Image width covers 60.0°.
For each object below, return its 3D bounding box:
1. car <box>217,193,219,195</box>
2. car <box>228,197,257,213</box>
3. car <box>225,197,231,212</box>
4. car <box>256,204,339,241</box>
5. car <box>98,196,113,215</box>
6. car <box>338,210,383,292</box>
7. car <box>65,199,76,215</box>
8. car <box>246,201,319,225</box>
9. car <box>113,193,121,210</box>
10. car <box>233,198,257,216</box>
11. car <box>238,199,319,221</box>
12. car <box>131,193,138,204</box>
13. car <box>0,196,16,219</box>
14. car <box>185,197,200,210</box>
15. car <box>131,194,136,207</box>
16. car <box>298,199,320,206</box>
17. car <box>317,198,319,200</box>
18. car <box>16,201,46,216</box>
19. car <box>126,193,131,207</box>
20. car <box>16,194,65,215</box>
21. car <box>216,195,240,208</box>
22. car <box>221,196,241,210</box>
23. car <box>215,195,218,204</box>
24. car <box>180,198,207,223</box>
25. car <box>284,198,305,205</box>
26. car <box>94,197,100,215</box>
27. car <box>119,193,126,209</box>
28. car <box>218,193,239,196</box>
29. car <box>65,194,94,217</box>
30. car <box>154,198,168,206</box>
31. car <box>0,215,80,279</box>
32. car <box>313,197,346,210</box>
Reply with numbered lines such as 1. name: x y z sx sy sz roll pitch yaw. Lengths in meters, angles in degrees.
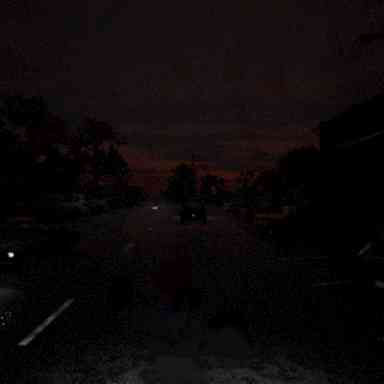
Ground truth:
1. car: 6.033 1.214 49.059 5.566 2.045 2.435 1 0 -20
2. car: 6.000 1.475 28.339 5.008 1.535 2.097 1 0 -20
3. car: 6.028 1.503 31.305 4.792 1.488 2.163 1 0 -20
4. car: 5.978 1.510 16.479 4.792 1.488 2.163 1 0 -20
5. car: -10.920 1.222 32.365 5.566 2.045 2.435 -1 0 -20
6. car: 6.031 1.359 7.628 4.553 1.767 2.185 1 0 -20
7. car: -10.930 1.479 23.277 4.892 1.521 2.231 -1 0 -20
8. car: 6.172 1.478 19.525 5.366 1.575 1.946 1 0 -20
9. car: -10.969 1.345 38.384 4.553 1.767 2.185 -1 0 -20
10. car: 6.173 1.476 25.443 5.366 1.575 1.946 1 0 -20
11. car: 6.002 1.477 22.409 5.008 1.535 2.097 1 0 -20
12. car: -10.966 1.214 50.468 5.566 2.045 2.435 -1 0 -20
13. car: -10.974 1.231 14.207 5.566 2.045 2.435 -1 0 -20
14. car: 0.106 1.486 42.921 1.837 1.490 4.892 0 0 0
15. car: -10.948 1.467 47.464 4.892 1.521 2.231 -1 0 -20
16. car: 28.101 2.477 80.171 2.231 1.521 4.892 2 -1 -21
17. car: 22.471 2.267 61.802 1.946 1.575 5.366 2 1 -21
18. car: -10.770 1.475 17.307 5.366 1.575 1.946 -1 0 -20
19. car: -10.914 1.341 44.449 4.553 1.767 2.185 -1 0 -20
20. car: -10.914 1.227 20.270 5.566 2.045 2.435 -1 0 -20
21. car: 5.835 1.465 37.137 5.366 1.575 1.946 1 0 -20
22. car: 6.006 1.473 34.254 4.892 1.521 2.231 1 0 -20
23. car: 6.011 1.469 43.125 4.892 1.521 2.231 1 0 -20
24. car: 0.102 1.467 25.244 1.882 1.535 5.008 0 0 0
25. car: 24.708 2.373 80.140 2.231 1.521 4.892 2 -1 -21
26. car: -10.914 1.504 29.342 4.792 1.488 2.163 -1 0 -20
27. car: -10.975 1.344 41.411 4.553 1.767 2.185 -1 0 -20
28. car: 6.037 1.344 40.174 4.553 1.767 2.185 1 0 -20
29. car: -10.976 1.225 26.298 5.566 2.045 2.435 -1 0 -20
30. car: -4.993 1.632 54.221 1.895 1.301 4.718 0 0 0
31. car: -5.099 1.598 10.171 1.895 1.301 4.718 0 0 0
32. car: 25.450 2.121 61.978 2.435 2.045 5.566 2 1 -21
